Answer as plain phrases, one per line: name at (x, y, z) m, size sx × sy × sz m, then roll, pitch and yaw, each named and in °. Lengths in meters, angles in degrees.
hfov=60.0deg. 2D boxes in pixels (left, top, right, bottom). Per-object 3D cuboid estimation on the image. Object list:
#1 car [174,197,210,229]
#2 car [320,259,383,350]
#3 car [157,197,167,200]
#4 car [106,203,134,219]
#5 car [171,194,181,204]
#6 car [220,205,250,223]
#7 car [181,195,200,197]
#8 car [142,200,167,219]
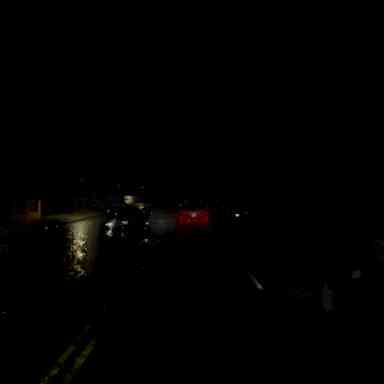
car at (0.099, 1.460, 22.615) m, size 2.097 × 1.767 × 4.553 m, roll 0°, pitch 0°, yaw 0°
car at (3.348, 1.548, 4.429) m, size 1.812 × 1.442 × 4.674 m, roll 0°, pitch 0°, yaw 0°
car at (-6.506, 1.851, 72.871) m, size 2.033 × 1.411 × 5.357 m, roll 0°, pitch 0°, yaw 0°
car at (-6.599, 1.707, 30.818) m, size 1.994 × 1.385 × 4.181 m, roll 0°, pitch 0°, yaw 0°
car at (-3.256, 1.506, 70.618) m, size 2.150 × 2.045 × 5.566 m, roll 0°, pitch 0°, yaw 0°
car at (3.350, 1.688, 26.542) m, size 1.994 × 1.385 × 4.181 m, roll 0°, pitch 0°, yaw 0°
car at (0.096, 1.405, 40.179) m, size 2.150 × 2.045 × 5.566 m, roll 0°, pitch 0°, yaw 0°
car at (-3.349, 1.705, 30.373) m, size 1.994 × 1.385 × 4.181 m, roll 0°, pitch 0°, yaw 0°
